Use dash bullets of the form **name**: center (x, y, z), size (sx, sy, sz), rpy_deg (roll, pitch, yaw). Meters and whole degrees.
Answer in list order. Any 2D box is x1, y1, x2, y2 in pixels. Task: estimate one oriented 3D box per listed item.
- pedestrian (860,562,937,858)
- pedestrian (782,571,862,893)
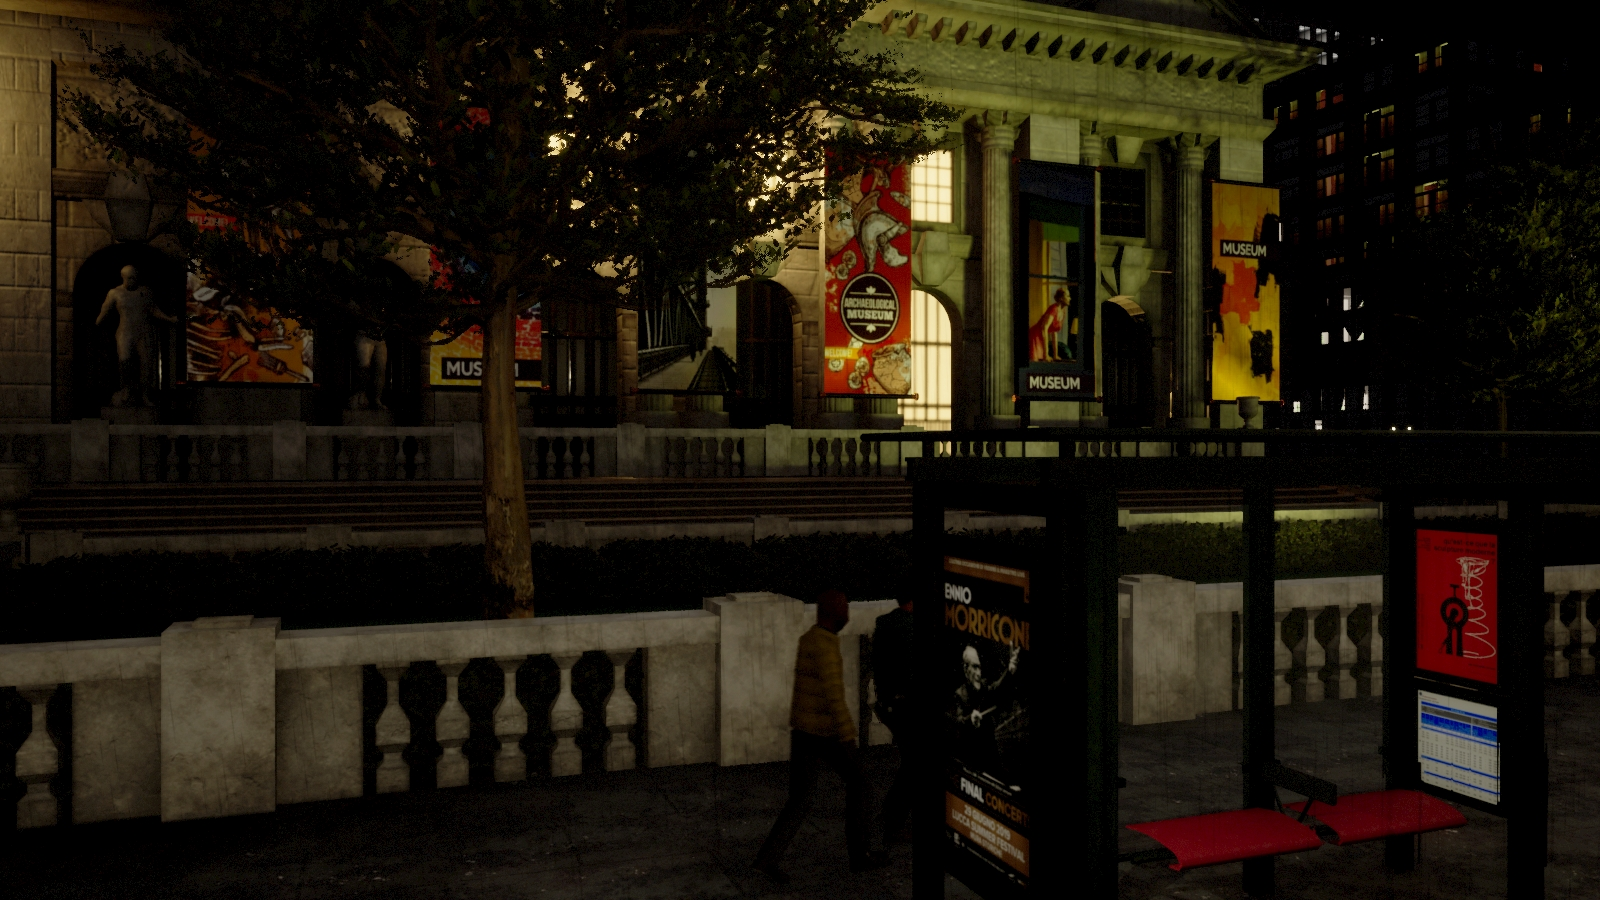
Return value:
- **pedestrian**: center (0.656, 1.698, 7.612), size (0.375, 1.860, 0.375), rpy_deg (0, 0, -25)
- **pedestrian**: center (0.131, 1.697, 7.022), size (0.375, 1.860, 0.375), rpy_deg (0, 0, -23)
